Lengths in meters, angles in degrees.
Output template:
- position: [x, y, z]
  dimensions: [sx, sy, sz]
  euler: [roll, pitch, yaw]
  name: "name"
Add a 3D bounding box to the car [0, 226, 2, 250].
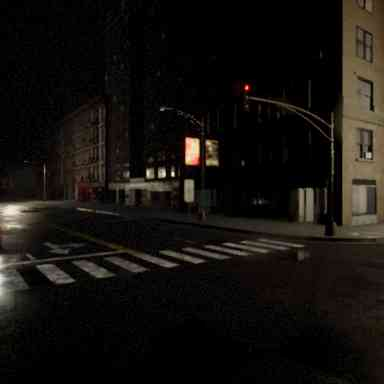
- position: [-9.006, 1.345, 13.294]
  dimensions: [2.097, 1.767, 4.553]
  euler: [0, 0, -36]
  name: "car"
